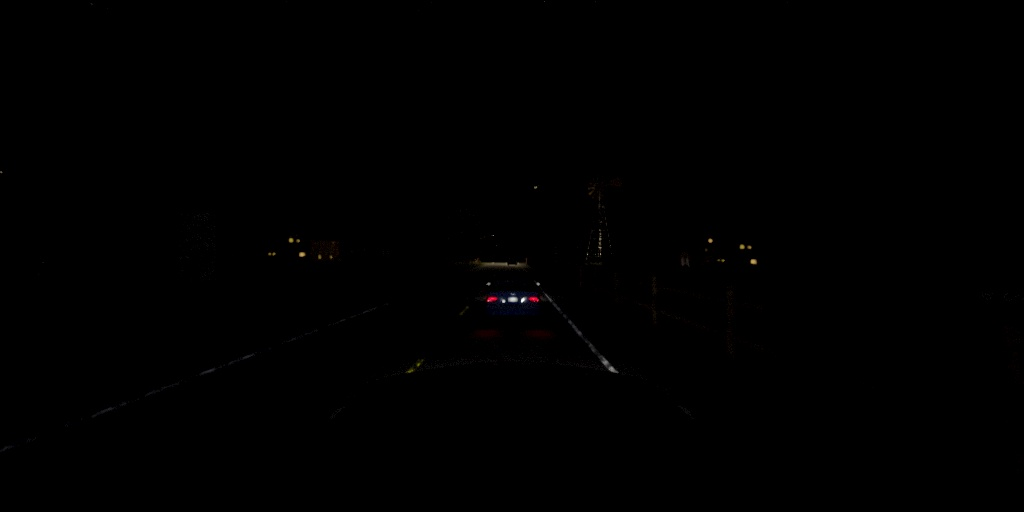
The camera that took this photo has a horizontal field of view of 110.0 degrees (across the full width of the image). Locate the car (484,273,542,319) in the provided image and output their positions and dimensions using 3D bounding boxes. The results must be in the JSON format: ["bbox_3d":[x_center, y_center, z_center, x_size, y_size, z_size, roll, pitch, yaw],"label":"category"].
[{"bbox_3d":[0.046,1.299,12.812,2.033,1.411,5.357,0,0,0],"label":"car"}]
